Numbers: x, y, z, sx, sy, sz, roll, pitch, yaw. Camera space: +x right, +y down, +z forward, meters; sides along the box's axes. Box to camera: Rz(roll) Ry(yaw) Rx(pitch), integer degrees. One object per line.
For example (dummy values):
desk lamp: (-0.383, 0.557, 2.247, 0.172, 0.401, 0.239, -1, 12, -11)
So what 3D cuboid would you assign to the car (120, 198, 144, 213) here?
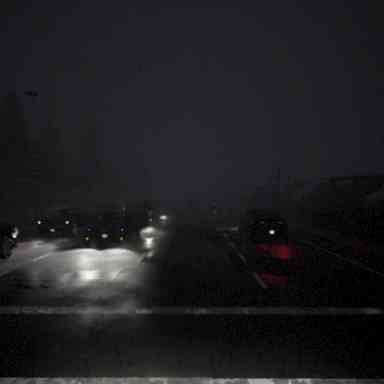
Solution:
car: (-7.079, 1.555, 39.847, 1.882, 1.535, 5.008, 0, 0, 0)

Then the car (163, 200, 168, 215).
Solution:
car: (-3.559, 1.551, 35.092, 1.882, 1.535, 5.008, 0, 0, 0)

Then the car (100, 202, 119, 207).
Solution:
car: (-7.087, 1.607, 28.811, 2.033, 1.411, 5.357, 0, 0, 0)

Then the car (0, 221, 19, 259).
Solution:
car: (-7.125, 1.519, 9.896, 2.128, 1.511, 4.902, 0, 0, 1)

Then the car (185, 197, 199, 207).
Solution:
car: (-0.008, 1.600, 54.415, 2.128, 1.511, 4.902, 0, 0, 0)

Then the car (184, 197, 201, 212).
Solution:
car: (0.104, 1.630, 39.522, 2.033, 1.411, 5.357, 0, 0, -1)

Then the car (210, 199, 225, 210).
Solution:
car: (3.501, 1.622, 45.235, 1.812, 1.442, 4.674, 0, 0, 0)

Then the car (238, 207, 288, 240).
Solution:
car: (3.599, 1.554, 17.374, 1.837, 1.490, 4.892, 0, 0, 0)

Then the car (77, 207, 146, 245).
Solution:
car: (-3.580, 1.604, 15.606, 1.994, 1.385, 4.181, 0, 0, 0)

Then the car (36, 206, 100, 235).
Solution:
car: (-7.094, 1.644, 19.159, 1.895, 1.301, 4.718, 0, 0, 0)

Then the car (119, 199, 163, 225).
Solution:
car: (-3.579, 1.407, 24.202, 2.097, 1.767, 4.553, 0, 0, 0)
